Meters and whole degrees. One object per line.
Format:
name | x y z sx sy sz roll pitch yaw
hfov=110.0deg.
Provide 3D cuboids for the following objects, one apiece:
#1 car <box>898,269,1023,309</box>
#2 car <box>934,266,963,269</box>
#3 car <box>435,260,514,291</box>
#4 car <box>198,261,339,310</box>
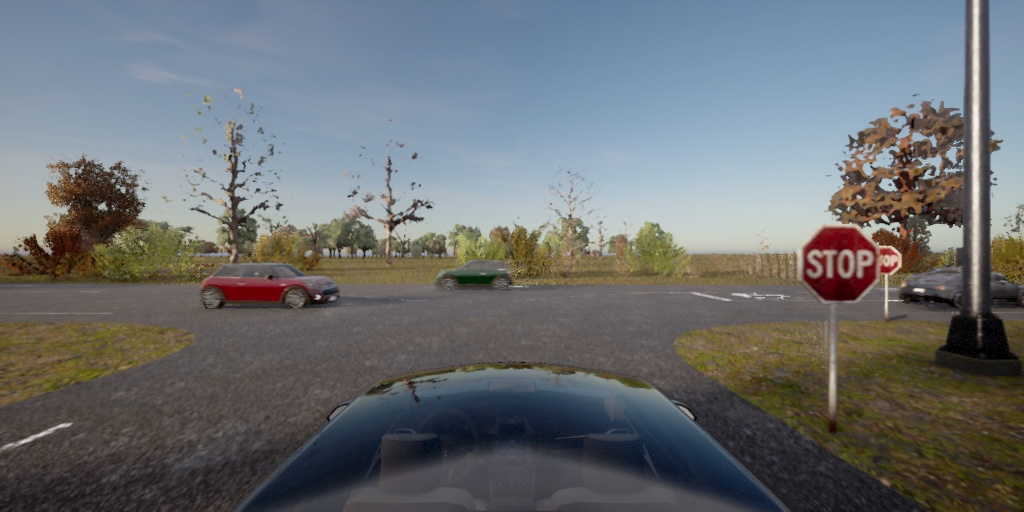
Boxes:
car | 18.731 1.376 14.791 4.181 1.385 1.994 0 0 -2
car | 27.219 1.392 22.064 4.892 1.490 1.837 0 0 -2
car | -2.181 1.053 21.210 4.553 1.767 2.097 0 0 -1
car | -9.289 1.064 14.019 4.553 1.767 2.097 0 0 -2
